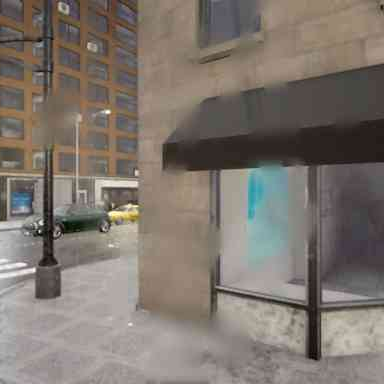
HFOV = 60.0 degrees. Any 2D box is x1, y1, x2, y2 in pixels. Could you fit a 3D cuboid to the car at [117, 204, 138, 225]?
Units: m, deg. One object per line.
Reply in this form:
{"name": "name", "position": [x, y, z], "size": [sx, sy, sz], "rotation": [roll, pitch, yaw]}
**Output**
{"name": "car", "position": [-4.789, 1.591, 24.609], "size": [1.752, 1.417, 4.829], "rotation": [0, 0, 36]}

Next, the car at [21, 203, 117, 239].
{"name": "car", "position": [-6.591, 1.403, 17.784], "size": [2.097, 1.767, 4.553], "rotation": [0, 0, 36]}
